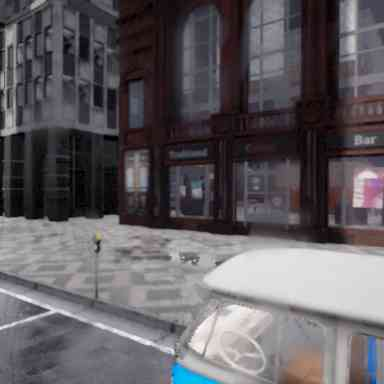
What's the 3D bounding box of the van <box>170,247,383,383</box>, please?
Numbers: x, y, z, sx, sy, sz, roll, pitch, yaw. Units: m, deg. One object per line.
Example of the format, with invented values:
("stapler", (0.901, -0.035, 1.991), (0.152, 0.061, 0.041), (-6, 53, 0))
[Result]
("van", (1.667, 1.342, 1.770), (3.998, 1.788, 1.690), (0, 0, 36))
